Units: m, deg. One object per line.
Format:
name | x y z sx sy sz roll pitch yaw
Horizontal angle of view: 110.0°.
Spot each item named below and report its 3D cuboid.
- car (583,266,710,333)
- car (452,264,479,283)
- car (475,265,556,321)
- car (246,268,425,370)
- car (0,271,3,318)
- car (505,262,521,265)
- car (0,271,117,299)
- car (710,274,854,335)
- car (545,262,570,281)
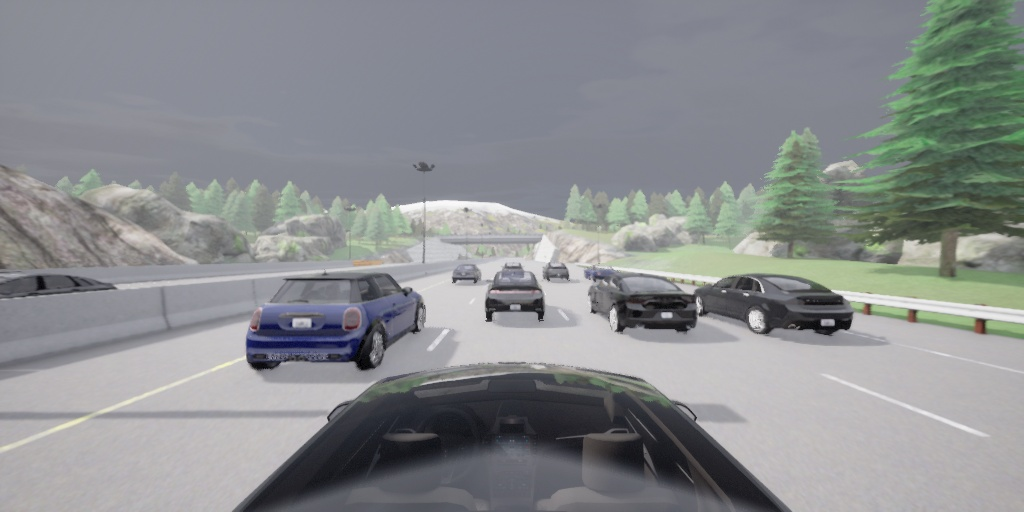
car | 3.596 1.229 10.804 1.882 1.535 5.008 0 0 0
car | -3.414 1.302 27.618 2.033 1.411 5.357 0 0 0
car | 0.094 1.243 12.568 2.128 1.511 4.902 0 0 0
car | -3.404 1.103 7.933 2.097 1.767 4.553 0 0 0
car | -17.597 1.244 9.183 2.128 1.511 4.902 0 0 0
car | 0.084 1.246 30.745 2.128 1.511 4.902 0 0 0
car | -14.097 1.258 9.963 1.837 1.490 4.892 0 0 0
car | 7.095 1.256 10.479 1.837 1.490 4.892 0 0 0
car | 3.583 1.246 29.783 2.128 1.511 4.902 0 0 0
